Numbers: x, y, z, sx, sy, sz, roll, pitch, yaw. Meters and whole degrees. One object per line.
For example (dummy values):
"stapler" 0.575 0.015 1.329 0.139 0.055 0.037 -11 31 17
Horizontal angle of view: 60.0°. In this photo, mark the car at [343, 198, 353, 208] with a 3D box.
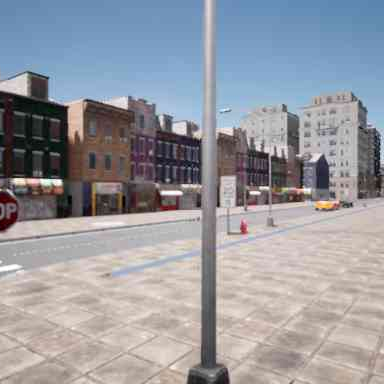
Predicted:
"car" 23.891 1.709 51.977 1.812 1.442 4.674 0 0 36

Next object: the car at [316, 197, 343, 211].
"car" 17.849 1.503 43.570 2.097 1.767 4.553 0 0 36
